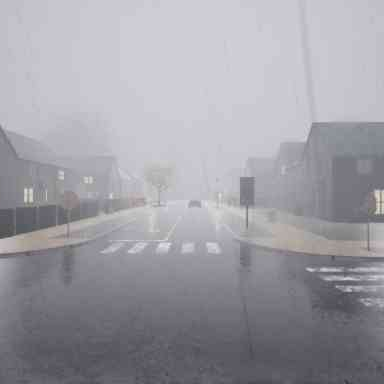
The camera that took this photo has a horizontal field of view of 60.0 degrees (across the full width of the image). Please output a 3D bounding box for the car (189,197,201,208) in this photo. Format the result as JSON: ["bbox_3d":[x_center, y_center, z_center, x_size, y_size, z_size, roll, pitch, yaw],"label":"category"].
[{"bbox_3d":[0.434,1.685,51.241,2.128,1.511,4.902,0,0,0],"label":"car"}]

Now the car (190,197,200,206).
[{"bbox_3d":[0.524,1.748,61.660,1.882,1.535,5.008,0,0,0],"label":"car"}]
